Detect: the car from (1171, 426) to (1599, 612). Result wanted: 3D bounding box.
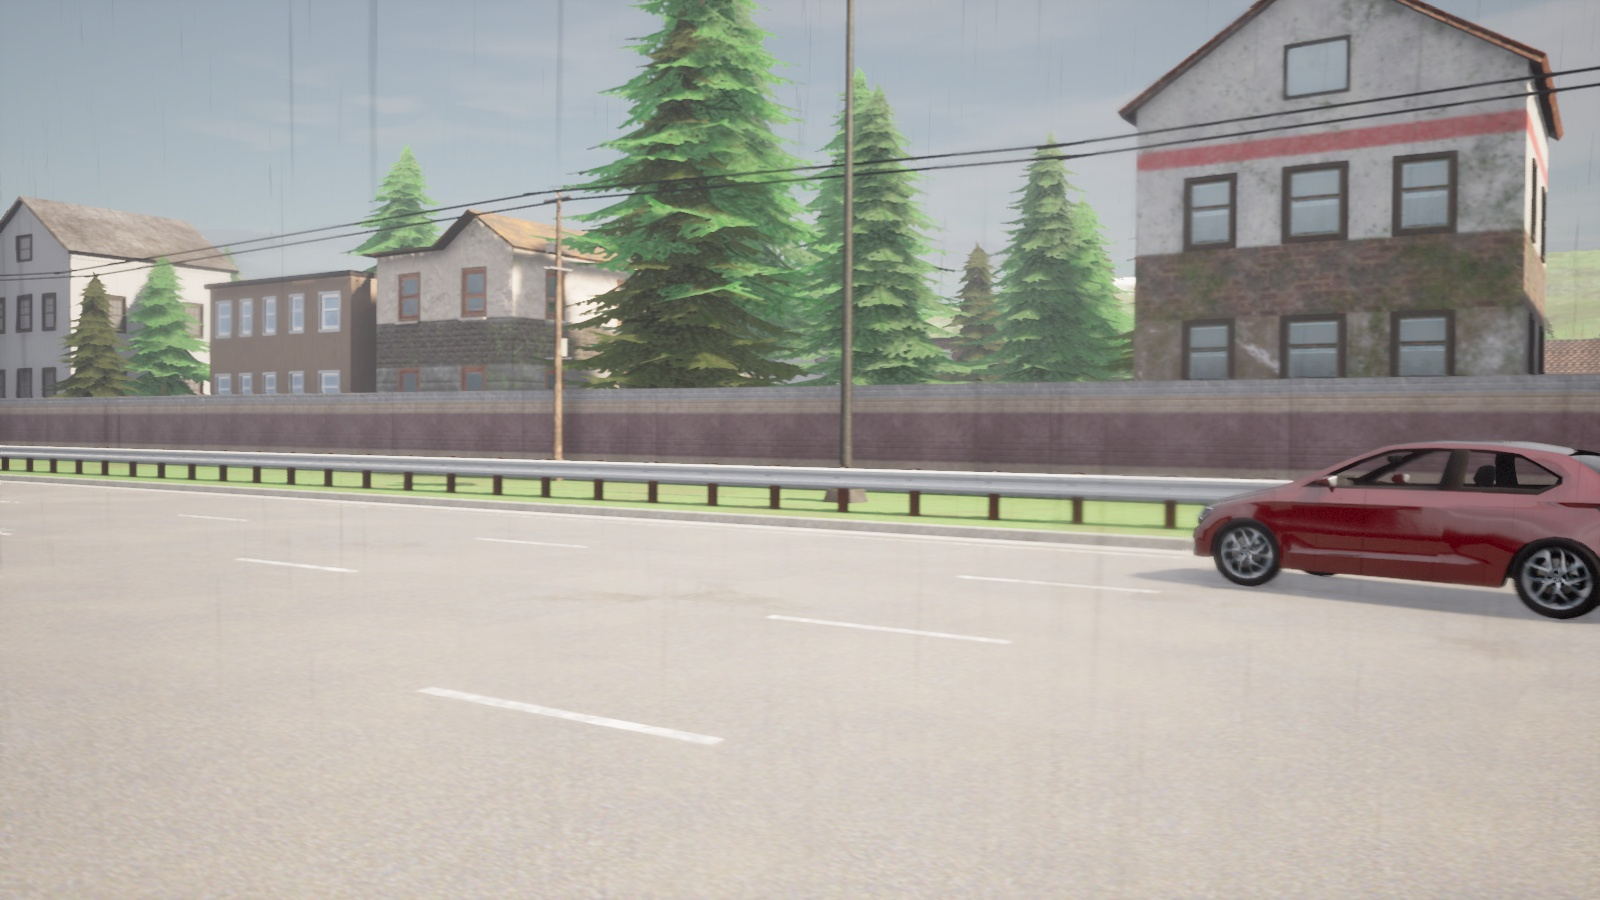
[{"bbox_3d":[5.874,0.530,11.878,1.816,1.474,4.193,-1,1,-42],"label":"car"}]
